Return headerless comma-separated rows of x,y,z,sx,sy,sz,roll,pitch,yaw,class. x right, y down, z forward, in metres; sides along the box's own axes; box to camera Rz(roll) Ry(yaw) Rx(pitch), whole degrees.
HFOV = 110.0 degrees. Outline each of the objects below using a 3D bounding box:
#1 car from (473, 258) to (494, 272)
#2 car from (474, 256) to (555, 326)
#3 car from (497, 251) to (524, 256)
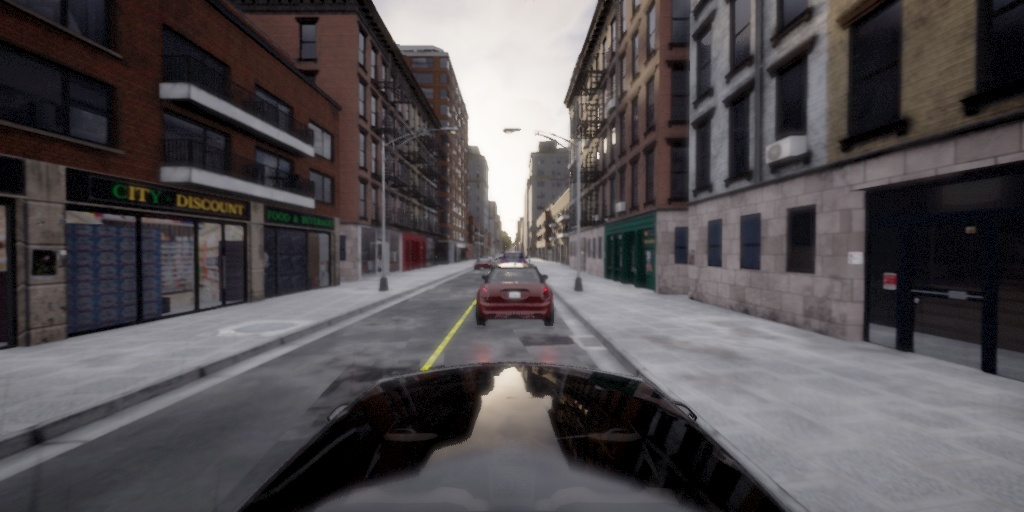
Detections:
-3.045,0.911,38.778,1.895,1.301,4.718,0,1,0,car
0.094,0.989,11.266,2.097,1.767,4.553,0,1,1,car
0.132,0.634,30.302,2.150,2.045,5.566,0,1,0,car
